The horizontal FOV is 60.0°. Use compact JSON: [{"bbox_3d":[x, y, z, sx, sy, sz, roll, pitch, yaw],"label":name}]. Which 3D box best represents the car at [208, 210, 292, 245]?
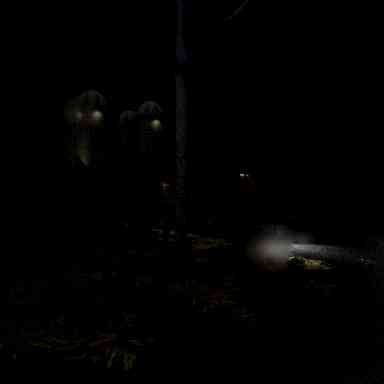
[{"bbox_3d":[2.589,1.564,15.652,1.994,1.385,4.181,0,0,-35],"label":"car"}]
